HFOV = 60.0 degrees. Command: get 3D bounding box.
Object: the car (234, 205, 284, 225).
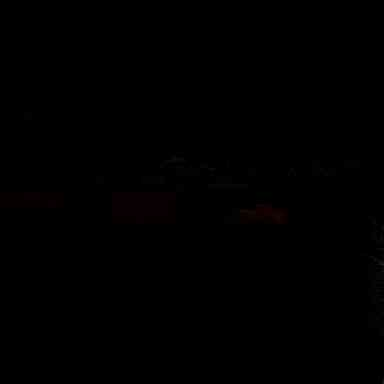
[{"bbox_3d":[5.597,1.868,28.360,1.882,1.535,5.008,1,-1,-30],"label":"car"}]
